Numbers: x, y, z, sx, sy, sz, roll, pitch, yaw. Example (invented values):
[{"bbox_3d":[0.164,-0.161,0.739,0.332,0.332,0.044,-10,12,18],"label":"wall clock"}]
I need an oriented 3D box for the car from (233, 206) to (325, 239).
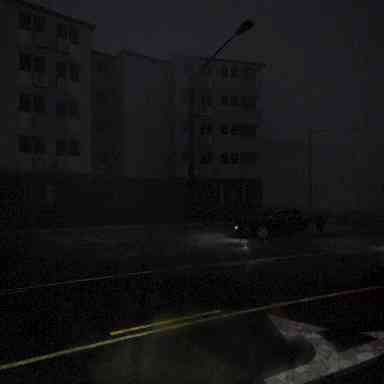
[{"bbox_3d":[4.490,1.504,17.229,4.892,1.490,1.837,0,0,-19],"label":"car"}]
